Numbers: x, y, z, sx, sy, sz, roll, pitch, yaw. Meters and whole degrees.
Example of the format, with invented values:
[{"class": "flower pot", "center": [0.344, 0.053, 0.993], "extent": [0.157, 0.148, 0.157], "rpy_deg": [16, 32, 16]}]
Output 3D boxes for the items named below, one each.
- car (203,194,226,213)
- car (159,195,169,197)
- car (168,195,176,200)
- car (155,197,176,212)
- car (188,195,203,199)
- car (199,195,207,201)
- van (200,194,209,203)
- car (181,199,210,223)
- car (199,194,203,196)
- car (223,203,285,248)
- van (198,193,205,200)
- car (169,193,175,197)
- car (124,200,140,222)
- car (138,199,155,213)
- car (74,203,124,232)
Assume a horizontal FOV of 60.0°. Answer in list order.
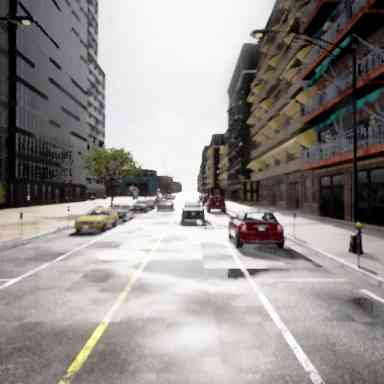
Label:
[{"class": "car", "center": [2.702, 1.337, 37.362], "extent": [2.192, 1.841, 5.009], "rpy_deg": [1, 0, 0]}, {"class": "car", "center": [-5.683, 1.455, 59.917], "extent": [1.967, 1.590, 4.097], "rpy_deg": [1, 0, 0]}, {"class": "car", "center": [-5.648, 1.528, 93.792], "extent": [1.887, 1.381, 4.507], "rpy_deg": [1, 0, 0]}, {"class": "car", "center": [-3.088, 1.585, 39.791], "extent": [1.994, 1.385, 4.181], "rpy_deg": [0, 0, 0]}, {"class": "car", "center": [0.083, 1.513, 40.243], "extent": [2.128, 1.511, 4.902], "rpy_deg": [0, 0, 0]}, {"class": "car", "center": [2.699, 1.543, 82.534], "extent": [1.887, 1.381, 4.507], "rpy_deg": [1, 0, 0]}, {"class": "van", "center": [2.702, 1.350, 71.239], "extent": [1.690, 1.788, 3.998], "rpy_deg": [1, 0, 0]}, {"class": "car", "center": [0.094, 1.566, 25.973], "extent": [2.033, 1.411, 5.357], "rpy_deg": [0, 0, 0]}, {"class": "car", "center": [2.702, 1.333, 54.301], "extent": [2.192, 1.841, 5.009], "rpy_deg": [1, 0, 0]}, {"class": "car", "center": [2.700, 1.453, 14.778], "extent": [1.967, 1.590, 4.097], "rpy_deg": [1, 0, 0]}, {"class": "van", "center": [2.702, 1.325, 93.825], "extent": [1.690, 1.788, 3.998], "rpy_deg": [1, 0, 0]}, {"class": "car", "center": [-5.653, 1.443, 76.854], "extent": [1.967, 1.590, 4.097], "rpy_deg": [1, 0, 0]}, {"class": "car", "center": [-5.682, 1.569, 26.041], "extent": [2.008, 1.369, 4.403], "rpy_deg": [1, 0, 0]}, {"class": "car", "center": [-5.681, 1.572, 37.333], "extent": [2.008, 1.369, 4.403], "rpy_deg": [1, 0, 0]}, {"class": "car", "center": [-5.681, 1.541, 20.224], "extent": [1.752, 1.417, 4.829], "rpy_deg": [1, 0, 0]}]
